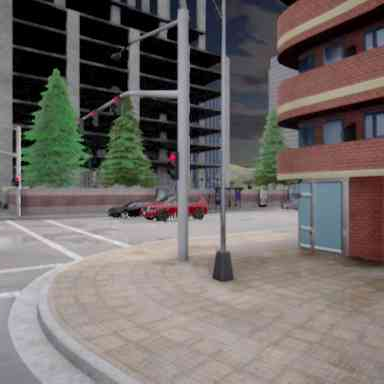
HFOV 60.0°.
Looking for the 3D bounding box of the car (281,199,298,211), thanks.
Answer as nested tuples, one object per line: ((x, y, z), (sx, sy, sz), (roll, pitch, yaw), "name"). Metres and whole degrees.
((12.966, 1.507, 40.514), (4.902, 1.511, 2.128), (0, 0, -34), "car")

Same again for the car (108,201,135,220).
((-4.633, 1.483, 28.445), (5.008, 1.535, 1.882), (0, 0, -34), "car")

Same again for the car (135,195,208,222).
((-1.310, 1.235, 26.479), (5.566, 2.045, 2.150), (0, 0, -34), "car")
